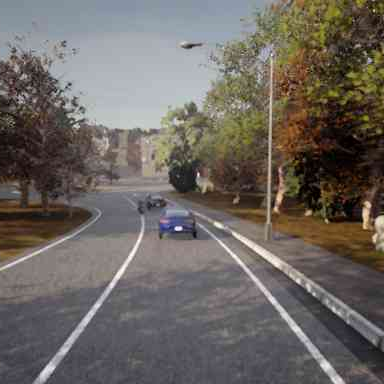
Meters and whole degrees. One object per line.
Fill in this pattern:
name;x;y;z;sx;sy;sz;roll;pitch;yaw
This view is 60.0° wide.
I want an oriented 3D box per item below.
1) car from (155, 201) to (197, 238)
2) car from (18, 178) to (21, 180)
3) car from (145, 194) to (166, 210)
car;-0.822;1.422;16.932;1.812;1.442;4.674;0;1;-6
car;-43.305;-3.456;81.553;1.837;1.490;4.892;3;6;35
car;-3.764;0.921;33.994;1.812;1.442;4.674;-1;3;-13
